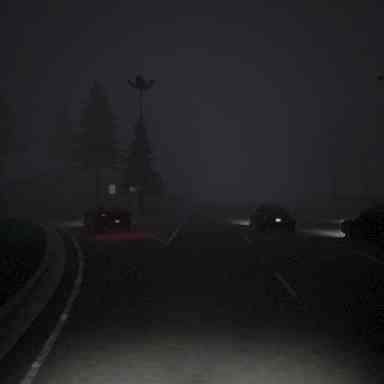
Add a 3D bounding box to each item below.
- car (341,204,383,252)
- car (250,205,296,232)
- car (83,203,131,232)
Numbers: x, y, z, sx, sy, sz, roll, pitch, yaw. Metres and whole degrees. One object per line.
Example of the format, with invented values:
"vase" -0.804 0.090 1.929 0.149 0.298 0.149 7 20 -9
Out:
"car" 7.790 1.433 13.159 2.033 1.411 5.357 0 0 2
"car" 4.546 1.422 19.205 1.994 1.385 4.181 0 0 2
"car" -5.088 1.367 19.554 1.882 1.535 5.008 0 0 -28
